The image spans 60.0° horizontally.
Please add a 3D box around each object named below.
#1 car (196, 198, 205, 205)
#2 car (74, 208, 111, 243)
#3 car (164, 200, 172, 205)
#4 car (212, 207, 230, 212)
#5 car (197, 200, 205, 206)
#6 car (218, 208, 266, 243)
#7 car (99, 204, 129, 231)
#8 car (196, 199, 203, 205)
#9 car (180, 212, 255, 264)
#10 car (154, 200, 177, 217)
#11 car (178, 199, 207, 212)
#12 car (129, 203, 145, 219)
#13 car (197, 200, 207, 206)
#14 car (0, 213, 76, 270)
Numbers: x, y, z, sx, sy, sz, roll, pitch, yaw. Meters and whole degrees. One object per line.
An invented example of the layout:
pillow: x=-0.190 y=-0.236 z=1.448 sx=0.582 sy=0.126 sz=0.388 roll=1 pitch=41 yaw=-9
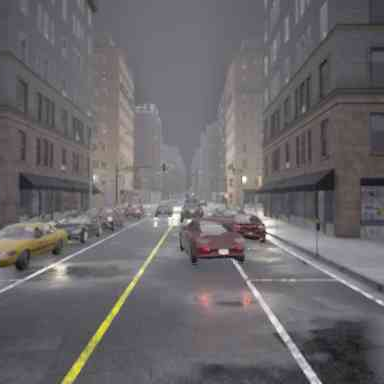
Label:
car: x=2.179 y=2.543 z=88.716 sx=2.192 sy=1.841 sz=5.009 roll=0 pitch=-1 yaw=-1
car: x=-5.888 y=1.773 z=17.262 sx=2.008 sy=1.369 sz=4.403 roll=0 pitch=-1 yaw=0
car: x=-6.347 y=2.809 z=88.618 sx=1.802 sy=1.307 sz=4.206 roll=0 pitch=-1 yaw=-1
car: x=2.625 y=1.838 z=22.782 sx=1.887 sy=1.381 sz=4.507 roll=0 pitch=-1 yaw=0
car: x=2.241 y=2.670 z=83.377 sx=1.752 sy=1.417 sz=4.829 roll=0 pitch=-1 yaw=-1
car: x=2.639 y=1.766 z=17.291 sx=1.887 sy=1.381 sz=4.507 roll=0 pitch=-1 yaw=0
car: x=-5.900 y=1.734 z=22.755 sx=1.967 sy=1.590 sz=4.097 roll=0 pitch=-1 yaw=0
car: x=2.113 y=2.756 z=94.221 sx=1.967 sy=1.590 sz=4.097 roll=0 pitch=-1 yaw=-1
car: x=0.632 y=1.684 z=12.396 sx=1.812 sy=1.442 sz=4.674 roll=0 pitch=-1 yaw=-8
car: x=-3.086 y=2.017 z=37.697 sx=1.837 sy=1.490 sz=4.892 roll=0 pitch=-1 yaw=0
car: x=0.023 y=1.749 z=30.612 sx=2.097 sy=1.767 sz=4.553 roll=0 pitch=-1 yaw=0
car: x=-5.927 y=1.880 z=33.741 sx=1.967 sy=1.590 sz=4.097 roll=0 pitch=-1 yaw=0
car: x=2.308 y=2.624 z=77.700 sx=1.947 sy=1.339 sz=4.313 roll=0 pitch=-1 yaw=-1
car: x=-5.875 y=1.674 z=11.600 sx=1.752 sy=1.417 sz=4.829 roll=0 pitch=-1 yaw=0
